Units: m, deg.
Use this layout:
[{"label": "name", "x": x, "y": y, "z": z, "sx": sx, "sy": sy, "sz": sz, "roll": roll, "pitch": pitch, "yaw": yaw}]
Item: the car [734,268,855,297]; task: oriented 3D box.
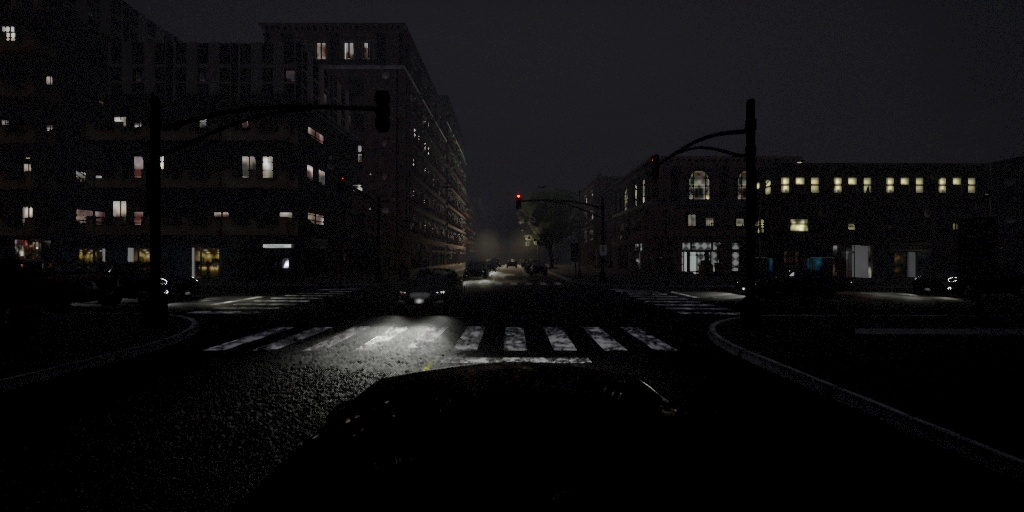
[{"label": "car", "x": 15.020, "y": 1.372, "z": 19.163, "sx": 5.357, "sy": 1.411, "sz": 2.033, "roll": 0, "pitch": 0, "yaw": 0}]

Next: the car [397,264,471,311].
[{"label": "car", "x": -3.103, "y": 1.244, "z": 14.445, "sx": 2.128, "sy": 1.511, "sz": 4.902, "roll": 0, "pitch": 0, "yaw": 0}]

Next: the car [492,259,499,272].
[{"label": "car", "x": -3.107, "y": 1.399, "z": 48.215, "sx": 1.895, "sy": 1.301, "sz": 4.718, "roll": 0, "pitch": 0, "yaw": 0}]

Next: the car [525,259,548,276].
[{"label": "car", "x": 2.683, "y": 1.330, "z": 36.860, "sx": 2.007, "sy": 1.370, "sz": 4.403, "roll": 0, "pitch": 0, "yaw": 0}]

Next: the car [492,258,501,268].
[{"label": "car", "x": -3.053, "y": 1.182, "z": 64.556, "sx": 2.097, "sy": 1.767, "sz": 4.553, "roll": 0, "pitch": 0, "yaw": 1}]

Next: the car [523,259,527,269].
[{"label": "car", "x": 2.682, "y": 1.229, "z": 42.557, "sx": 1.967, "sy": 1.591, "sz": 4.097, "roll": 0, "pitch": 0, "yaw": 0}]

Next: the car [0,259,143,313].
[{"label": "car", "x": -17.279, "y": 1.014, "z": 13.137, "sx": 5.009, "sy": 1.841, "sz": 2.192, "roll": 0, "pitch": 0, "yaw": 0}]

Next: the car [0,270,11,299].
[{"label": "car", "x": -25.585, "y": 1.274, "z": 15.665, "sx": 4.718, "sy": 1.301, "sz": 1.895, "roll": 0, "pitch": 0, "yaw": 0}]

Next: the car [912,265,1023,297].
[{"label": "car", "x": 24.519, "y": 1.219, "z": 19.231, "sx": 4.553, "sy": 1.767, "sz": 2.097, "roll": 0, "pitch": 0, "yaw": 0}]

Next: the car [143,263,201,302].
[{"label": "car", "x": -16.530, "y": 1.053, "z": 15.753, "sx": 4.553, "sy": 1.767, "sz": 2.097, "roll": 0, "pitch": 0, "yaw": -1}]

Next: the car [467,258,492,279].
[{"label": "car", "x": -3.122, "y": 1.250, "z": 32.411, "sx": 1.882, "sy": 1.535, "sz": 5.008, "roll": 0, "pitch": 0, "yaw": 0}]

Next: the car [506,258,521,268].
[{"label": "car", "x": -0.013, "y": 1.319, "z": 63.216, "sx": 2.128, "sy": 1.511, "sz": 4.902, "roll": 0, "pitch": 0, "yaw": 0}]

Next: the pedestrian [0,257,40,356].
[{"label": "pedestrian", "x": -9.041, "y": 0.891, "z": 6.679, "sx": 0.375, "sy": 1.860, "sz": 0.375, "roll": 0, "pitch": 0, "yaw": 0}]

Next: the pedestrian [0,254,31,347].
[{"label": "pedestrian", "x": -10.273, "y": 0.883, "z": 7.333, "sx": 0.375, "sy": 1.860, "sz": 0.375, "roll": 0, "pitch": 0, "yaw": 0}]
